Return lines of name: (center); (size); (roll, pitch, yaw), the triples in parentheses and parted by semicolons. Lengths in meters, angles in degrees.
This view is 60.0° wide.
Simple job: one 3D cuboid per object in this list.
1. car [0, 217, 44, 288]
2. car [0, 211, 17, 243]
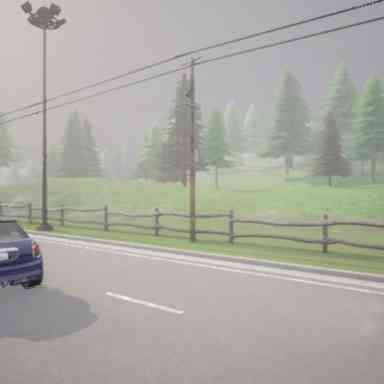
car: (-5.611, 1.341, 7.978); (4.553, 1.767, 2.097); (0, 0, 36)
car: (-10.460, 1.580, 15.736); (4.718, 1.301, 1.895); (0, 0, 35)
